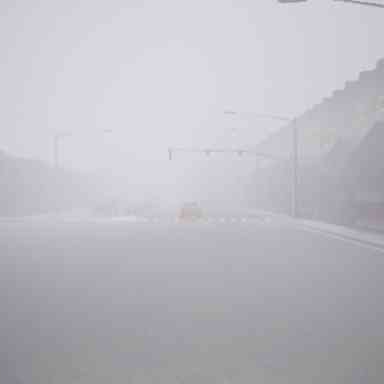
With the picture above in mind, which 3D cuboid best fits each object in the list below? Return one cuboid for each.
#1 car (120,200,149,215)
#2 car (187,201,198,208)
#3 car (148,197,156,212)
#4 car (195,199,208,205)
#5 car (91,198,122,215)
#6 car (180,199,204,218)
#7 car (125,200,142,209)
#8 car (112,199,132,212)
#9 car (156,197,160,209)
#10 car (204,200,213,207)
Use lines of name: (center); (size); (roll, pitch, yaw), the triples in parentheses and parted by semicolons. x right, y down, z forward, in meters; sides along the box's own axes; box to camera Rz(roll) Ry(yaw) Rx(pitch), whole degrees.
car: (-7.096, 2.031, 41.315); (2.128, 1.511, 4.902); (0, -1, 0)
car: (0.072, 2.437, 64.165); (1.895, 1.301, 4.718); (0, -1, 0)
car: (-7.097, 2.008, 50.261); (2.097, 1.767, 4.553); (0, -1, 0)
car: (2.182, 2.450, 81.335); (1.812, 1.442, 4.674); (0, -1, -17)
car: (-10.583, 1.758, 41.071); (2.150, 2.045, 5.566); (0, -1, 2)
car: (-0.082, 1.819, 35.768); (2.097, 1.767, 4.553); (0, -1, 2)
car: (-10.577, 2.282, 60.596); (2.128, 1.511, 4.902); (0, -1, 0)
car: (-10.591, 2.012, 50.598); (2.097, 1.767, 4.553); (0, -1, 0)
car: (-7.079, 2.015, 60.839); (2.150, 2.045, 5.566); (0, -1, 0)
car: (3.437, 2.483, 71.717); (1.994, 1.385, 4.181); (0, -1, -3)
